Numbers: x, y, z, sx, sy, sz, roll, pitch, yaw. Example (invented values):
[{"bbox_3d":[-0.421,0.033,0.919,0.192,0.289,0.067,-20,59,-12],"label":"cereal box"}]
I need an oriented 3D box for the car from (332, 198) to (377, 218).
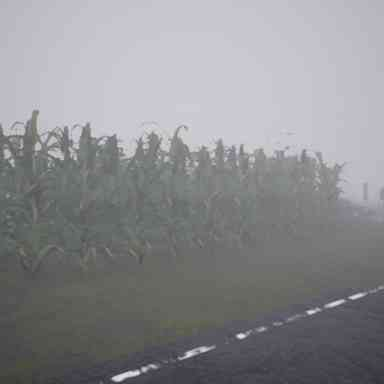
[{"bbox_3d":[12.918,1.302,28.080,1.837,1.490,4.892,1,0,-36],"label":"car"}]
